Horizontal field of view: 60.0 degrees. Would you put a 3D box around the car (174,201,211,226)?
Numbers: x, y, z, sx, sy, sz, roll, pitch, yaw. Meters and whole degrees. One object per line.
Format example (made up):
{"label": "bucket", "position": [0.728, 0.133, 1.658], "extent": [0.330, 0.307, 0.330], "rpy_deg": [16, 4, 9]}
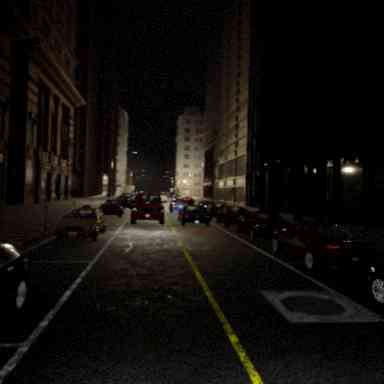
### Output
{"label": "car", "position": [0.057, 1.539, 22.854], "extent": [1.895, 1.301, 4.718], "rpy_deg": [2, 0, -7]}

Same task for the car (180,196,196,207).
{"label": "car", "position": [-0.649, 1.366, 50.243], "extent": [1.887, 1.381, 4.507], "rpy_deg": [3, 0, -7]}

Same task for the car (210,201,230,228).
{"label": "car", "position": [2.764, 1.577, 22.328], "extent": [1.887, 1.381, 4.507], "rpy_deg": [3, 0, -7]}

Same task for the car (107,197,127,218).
{"label": "car", "position": [-6.378, 1.289, 26.869], "extent": [1.802, 1.307, 4.206], "rpy_deg": [3, 0, -7]}

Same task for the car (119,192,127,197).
{"label": "car", "position": [-7.736, 1.063, 38.034], "extent": [1.967, 1.590, 4.097], "rpy_deg": [3, 0, -7]}

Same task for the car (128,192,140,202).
{"label": "car", "position": [-10.466, 0.890, 60.365], "extent": [1.967, 1.590, 4.097], "rpy_deg": [3, 0, -7]}

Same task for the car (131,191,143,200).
{"label": "car", "position": [-11.825, 0.677, 71.530], "extent": [2.192, 1.841, 5.009], "rpy_deg": [3, 0, -7]}

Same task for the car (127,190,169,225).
{"label": "car", "position": [-2.999, 1.056, 22.800], "extent": [2.150, 2.045, 5.566], "rpy_deg": [2, 0, -7]}

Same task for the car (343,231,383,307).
{"label": "car", "position": [4.811, 1.699, 5.579], "extent": [2.008, 1.369, 4.403], "rpy_deg": [3, 0, -7]}

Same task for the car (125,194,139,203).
{"label": "car", "position": [-9.790, 1.059, 54.782], "extent": [1.947, 1.339, 4.313], "rpy_deg": [3, 0, -7]}

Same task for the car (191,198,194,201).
{"label": "car", "position": [1.397, 1.515, 33.494], "extent": [1.947, 1.339, 4.313], "rpy_deg": [3, 0, -7]}

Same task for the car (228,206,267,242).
{"label": "car", "position": [3.446, 1.616, 16.744], "extent": [1.887, 1.381, 4.507], "rpy_deg": [3, 0, -7]}

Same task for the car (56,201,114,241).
{"label": "car", "position": [-4.990, 1.314, 15.534], "extent": [1.752, 1.417, 4.829], "rpy_deg": [3, 0, -7]}

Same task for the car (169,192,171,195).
{"label": "car", "position": [-3.380, 1.196, 72.574], "extent": [2.008, 1.369, 4.403], "rpy_deg": [3, 0, -7]}

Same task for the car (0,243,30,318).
{"label": "car", "position": [-3.646, 1.415, 4.537], "extent": [2.008, 1.369, 4.403], "rpy_deg": [3, 0, -7]}

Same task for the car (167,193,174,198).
{"label": "car", "position": [-6.129, 0.991, 95.074], "extent": [1.752, 1.417, 4.829], "rpy_deg": [3, 0, -7]}

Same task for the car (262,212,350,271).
{"label": "car", "position": [4.128, 1.655, 11.162], "extent": [1.887, 1.381, 4.507], "rpy_deg": [3, 0, -7]}

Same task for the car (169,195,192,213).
{"label": "car", "position": [-1.412, 1.398, 34.676], "extent": [2.033, 1.411, 5.357], "rpy_deg": [2, 0, -6]}

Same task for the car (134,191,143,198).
{"label": "car", "position": [-13.196, 0.713, 82.695], "extent": [1.967, 1.590, 4.097], "rpy_deg": [3, 0, -7]}

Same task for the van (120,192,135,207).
{"label": "van", "position": [-8.414, 0.921, 43.617], "extent": [1.690, 1.788, 3.998], "rpy_deg": [3, 0, -7]}

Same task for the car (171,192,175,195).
{"label": "car", "position": [-2.697, 1.235, 66.991], "extent": [1.887, 1.381, 4.507], "rpy_deg": [3, 0, -7]}

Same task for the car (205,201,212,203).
{"label": "car", "position": [2.081, 1.536, 27.910], "extent": [1.887, 1.381, 4.507], "rpy_deg": [3, 0, -7]}
